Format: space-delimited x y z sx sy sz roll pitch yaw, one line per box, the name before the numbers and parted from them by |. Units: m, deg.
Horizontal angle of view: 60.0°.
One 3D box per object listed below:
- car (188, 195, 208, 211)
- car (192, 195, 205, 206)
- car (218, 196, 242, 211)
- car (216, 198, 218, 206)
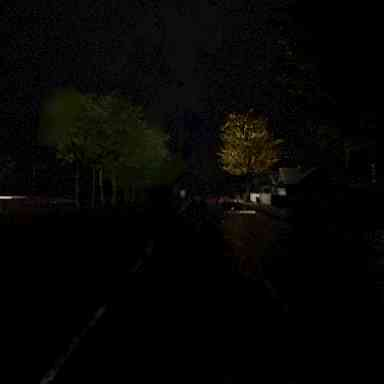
car | 0.645 1.092 35.804 2.097 1.767 4.553 0 0 1
car | 0.906 1.167 47.704 1.812 1.442 4.674 0 1 2
car | 4.145 1.343 35.795 1.895 1.301 4.718 0 0 1
car | 4.374 1.200 46.615 2.033 1.411 5.357 0 0 1
